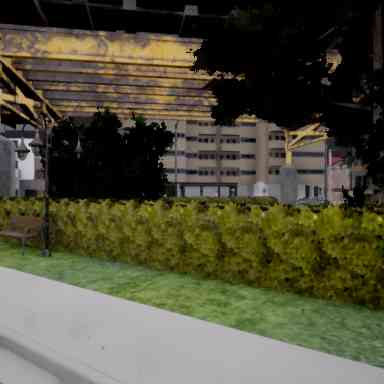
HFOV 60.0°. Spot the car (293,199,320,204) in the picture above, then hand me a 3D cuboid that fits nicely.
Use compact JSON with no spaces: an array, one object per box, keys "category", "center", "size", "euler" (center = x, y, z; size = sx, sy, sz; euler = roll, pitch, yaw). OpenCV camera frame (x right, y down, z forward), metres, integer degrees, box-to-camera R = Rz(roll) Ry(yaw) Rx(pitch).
[{"category":"car","center":[11.482,1.507,34.380],"size":[4.892,1.490,1.837],"euler":[1,0,-9]}]
